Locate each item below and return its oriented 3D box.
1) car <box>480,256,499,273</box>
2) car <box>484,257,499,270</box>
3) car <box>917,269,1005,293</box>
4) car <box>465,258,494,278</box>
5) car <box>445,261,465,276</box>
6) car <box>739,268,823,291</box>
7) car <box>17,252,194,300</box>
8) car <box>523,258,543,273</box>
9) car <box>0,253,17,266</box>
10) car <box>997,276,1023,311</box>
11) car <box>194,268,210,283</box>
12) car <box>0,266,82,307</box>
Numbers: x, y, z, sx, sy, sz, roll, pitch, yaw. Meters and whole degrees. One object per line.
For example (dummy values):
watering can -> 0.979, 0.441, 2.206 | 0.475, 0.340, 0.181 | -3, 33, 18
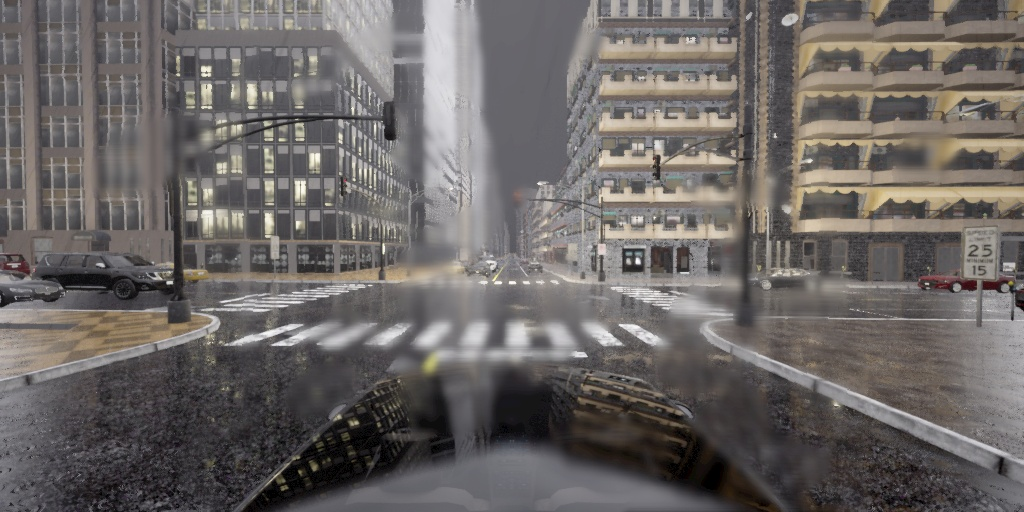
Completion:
car -> -3.096, 0.960, 44.398 | 2.150, 2.045, 5.566 | 0, 0, 0
car -> -3.087, 1.088, 54.541 | 2.097, 1.767, 4.553 | 0, 0, 0
car -> 27.375, 1.462, 21.691 | 4.507, 1.381, 1.888 | 0, 0, 1
car -> -3.095, 1.245, 34.698 | 1.837, 1.490, 4.892 | 0, 0, 0
car -> -5.691, 1.265, 36.493 | 1.751, 1.417, 4.829 | 0, 0, 0
car -> 16.309, 1.376, 21.847 | 4.403, 1.370, 2.007 | 0, 0, 1
car -> -18.482, 0.848, 16.531 | 5.566, 2.045, 2.150 | 1, 1, 1
car -> 2.690, 1.289, 42.317 | 2.007, 1.370, 4.403 | 0, 0, 0
car -> -33.613, 0.712, 22.549 | 5.009, 1.841, 2.192 | 0, 0, 1
car -> 21.716, 1.576, 13.390 | 4.313, 1.339, 1.948 | 0, 0, 1
car -> -21.666, 1.029, 22.345 | 4.829, 1.417, 1.751 | 0, 0, 1
car -> -20.286, 1.204, 14.011 | 4.403, 1.370, 2.007 | 0, 0, 1
